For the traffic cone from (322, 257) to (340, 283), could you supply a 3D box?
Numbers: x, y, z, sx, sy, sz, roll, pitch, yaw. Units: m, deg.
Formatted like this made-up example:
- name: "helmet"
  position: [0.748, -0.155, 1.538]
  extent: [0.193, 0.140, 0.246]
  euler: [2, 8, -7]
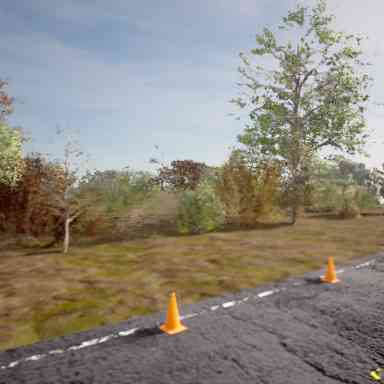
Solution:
- name: "traffic cone"
  position: [3.565, 1.970, 8.528]
  extent: [0.340, 0.580, 0.340]
  euler: [0, 0, -39]

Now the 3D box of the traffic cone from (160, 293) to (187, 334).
- name: "traffic cone"
  position: [-0.311, 1.969, 5.515]
  extent: [0.340, 0.580, 0.340]
  euler: [0, 0, -37]
